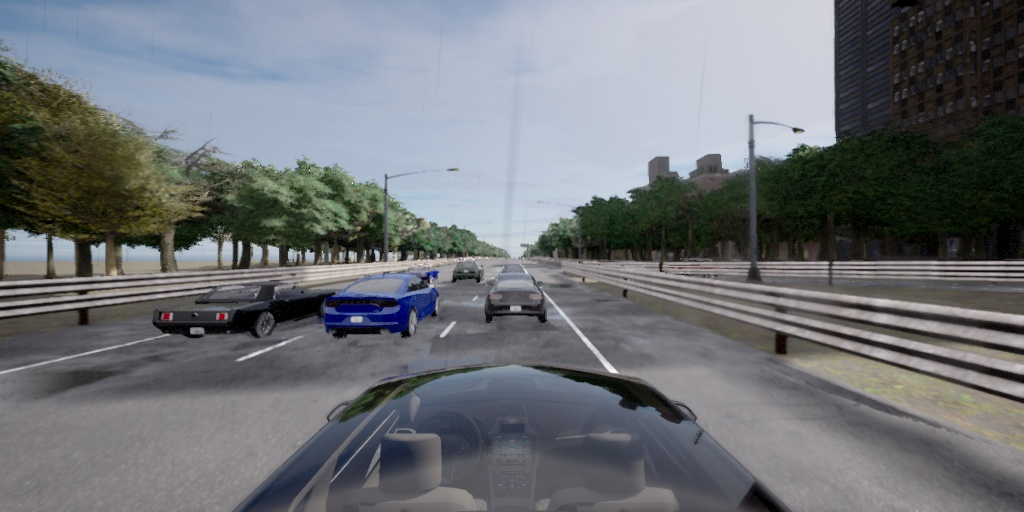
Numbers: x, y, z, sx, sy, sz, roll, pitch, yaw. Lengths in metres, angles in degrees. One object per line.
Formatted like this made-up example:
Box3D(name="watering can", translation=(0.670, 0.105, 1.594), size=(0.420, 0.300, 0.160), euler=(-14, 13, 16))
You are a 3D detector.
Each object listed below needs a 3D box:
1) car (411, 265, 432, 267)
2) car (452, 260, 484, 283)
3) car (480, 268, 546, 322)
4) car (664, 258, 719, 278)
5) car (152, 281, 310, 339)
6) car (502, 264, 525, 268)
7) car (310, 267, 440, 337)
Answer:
Box3D(name="car", translation=(-6.893, 1.377, 27.791), size=(1.895, 1.301, 4.718), euler=(0, 0, 0))
Box3D(name="car", translation=(-3.393, 1.128, 28.618), size=(2.097, 1.767, 4.553), euler=(0, 0, 0))
Box3D(name="car", translation=(0.103, 1.291, 12.183), size=(1.812, 1.442, 4.674), euler=(0, 0, 0))
Box3D(name="car", translation=(15.790, 0.964, 31.695), size=(2.097, 1.767, 4.553), euler=(0, -1, -28))
Box3D(name="car", translation=(-6.898, 1.363, 10.087), size=(1.895, 1.301, 4.718), euler=(0, 0, 0))
Box3D(name="car", translation=(0.109, 1.338, 29.643), size=(1.994, 1.385, 4.181), euler=(0, 0, 0))
Box3D(name="car", translation=(-3.396, 1.240, 10.310), size=(1.882, 1.535, 5.008), euler=(0, 0, 0))
